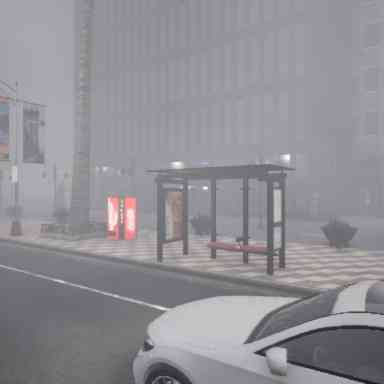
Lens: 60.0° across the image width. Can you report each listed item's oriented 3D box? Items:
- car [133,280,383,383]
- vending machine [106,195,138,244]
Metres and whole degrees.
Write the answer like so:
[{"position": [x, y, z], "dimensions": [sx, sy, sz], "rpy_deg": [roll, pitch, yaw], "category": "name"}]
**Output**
[{"position": [1.585, 1.525, 2.748], "dimensions": [4.674, 1.442, 1.812], "rpy_deg": [0, 0, 36], "category": "car"}, {"position": [-3.186, 1.195, 15.179], "dimensions": [0.880, 2.100, 1.100], "rpy_deg": [0, 0, 35], "category": "vending machine"}]
